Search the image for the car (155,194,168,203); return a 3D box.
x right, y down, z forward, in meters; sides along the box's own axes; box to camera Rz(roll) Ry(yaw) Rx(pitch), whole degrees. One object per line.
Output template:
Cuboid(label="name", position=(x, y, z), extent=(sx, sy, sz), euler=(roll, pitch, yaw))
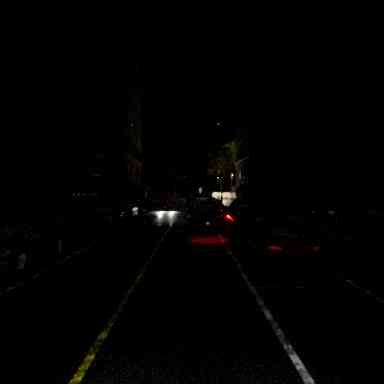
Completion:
Cuboid(label="car", position=(-5.374, 1.175, 59.975), extent=(1.967, 1.590, 4.097), euler=(0, 0, 0))

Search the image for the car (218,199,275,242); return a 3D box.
Cuboid(label="car", position=(2.642, 1.241, 15.829), extent=(2.192, 1.841, 5.009), euler=(0, 0, 0))

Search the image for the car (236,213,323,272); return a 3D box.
Cuboid(label="car", position=(2.640, 1.534, 10.312), extent=(1.802, 1.307, 4.206), euler=(0, 0, 0))

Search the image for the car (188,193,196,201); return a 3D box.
Cuboid(label="car", position=(0.017, 1.058, 70.566), extent=(1.812, 1.442, 4.674), euler=(0, 0, 0))

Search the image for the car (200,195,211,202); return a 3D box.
Cuboid(label="car", position=(2.653, 1.280, 65.494), extent=(1.947, 1.339, 4.313), euler=(0, 0, 0))

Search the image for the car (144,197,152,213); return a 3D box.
Cuboid(label="car", position=(-5.380, 1.394, 32.382), extent=(1.887, 1.381, 4.507), euler=(0, 0, 0))

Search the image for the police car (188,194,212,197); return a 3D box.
Cuboid(label="police car", position=(0.832, 1.289, 29.307), extent=(1.930, 1.638, 5.238), euler=(0, 0, 0))

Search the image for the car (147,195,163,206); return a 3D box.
Cuboid(label="car", position=(-5.376, 1.218, 48.937), extent=(1.967, 1.590, 4.097), euler=(0, 0, 0))

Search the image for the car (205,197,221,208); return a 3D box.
Cuboid(label="car", position=(2.648, 1.382, 43.420), extent=(1.802, 1.307, 4.206), euler=(0, 0, 0))

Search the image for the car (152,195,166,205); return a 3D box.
Cuboid(label="car", position=(-5.375, 1.282, 54.286), extent=(1.752, 1.417, 4.829), euler=(0, 0, 0))

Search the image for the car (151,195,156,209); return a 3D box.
Cuboid(label="car", position=(-5.378, 1.390, 37.901), extent=(1.947, 1.339, 4.313), euler=(0, 0, 0))

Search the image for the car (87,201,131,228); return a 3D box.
Cuboid(label="car", position=(-5.382, 1.483, 21.344), extent=(1.802, 1.307, 4.206), euler=(0, 0, 0))

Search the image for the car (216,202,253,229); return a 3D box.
Cuboid(label="car", position=(2.638, 1.425, 21.516), extent=(1.752, 1.417, 4.829), euler=(0, 0, 0))

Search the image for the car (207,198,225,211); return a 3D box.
Cuboid(label="car", position=(2.647, 1.406, 37.903), extent=(1.802, 1.307, 4.206), euler=(0, 0, 0))

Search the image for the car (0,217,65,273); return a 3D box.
Cuboid(label="car", position=(-5.385, 1.503, 10.306), extent=(2.008, 1.369, 4.403), euler=(0, 0, 0))

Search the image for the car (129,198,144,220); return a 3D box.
Cuboid(label="car", position=(-5.381, 1.426, 26.863), extent=(2.008, 1.369, 4.403), euler=(0, 0, 0))

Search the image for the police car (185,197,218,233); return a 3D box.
Cuboid(label="police car", position=(0.682, 1.335, 19.271), extent=(1.930, 1.638, 5.238), euler=(0, 0, -3))

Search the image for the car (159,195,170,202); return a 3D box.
Cuboid(label="car", position=(-5.372, 1.296, 65.494), extent=(1.802, 1.307, 4.206), euler=(0, 0, 0))

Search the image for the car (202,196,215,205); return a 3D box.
Cuboid(label="car", position=(2.650, 1.301, 54.457), extent=(1.887, 1.381, 4.507), euler=(0, 0, 0))

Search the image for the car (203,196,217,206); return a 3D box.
Cuboid(label="car", position=(2.649, 1.303, 49.109), extent=(1.752, 1.417, 4.829), euler=(0, 0, 0))

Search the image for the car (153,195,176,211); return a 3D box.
Cuboid(label="car", position=(-2.836, 1.393, 36.874), extent=(1.994, 1.385, 4.181), euler=(0, 0, 0))
